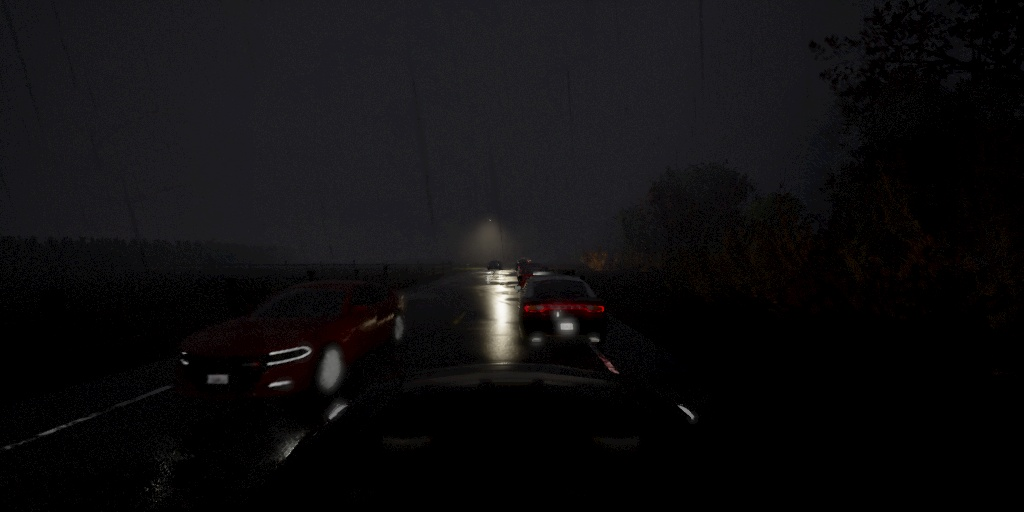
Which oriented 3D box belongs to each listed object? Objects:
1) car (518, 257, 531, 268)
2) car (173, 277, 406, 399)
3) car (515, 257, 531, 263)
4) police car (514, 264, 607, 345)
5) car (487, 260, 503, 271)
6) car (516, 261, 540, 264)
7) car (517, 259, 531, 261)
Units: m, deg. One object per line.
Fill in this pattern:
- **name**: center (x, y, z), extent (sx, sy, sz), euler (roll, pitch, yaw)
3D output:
- **car**: center (2.167, 1.062, 61.116), extent (2.097, 1.767, 4.553), euler (0, 0, 4)
- **car**: center (-3.556, 1.226, 6.860), extent (1.882, 1.535, 5.008), euler (0, 0, 1)
- **car**: center (1.458, 1.227, 49.185), extent (1.837, 1.490, 4.892), euler (0, 0, 4)
- **police car**: center (1.101, 1.173, 9.597), extent (1.930, 1.638, 5.238), euler (0, 0, 1)
- **car**: center (-2.243, 1.248, 47.820), extent (1.812, 1.442, 4.674), euler (0, 0, 3)
- **car**: center (1.270, 1.222, 19.452), extent (1.882, 1.535, 5.008), euler (0, 0, 1)
- **car**: center (1.428, 1.218, 25.431), extent (1.882, 1.535, 5.008), euler (0, 0, 2)
